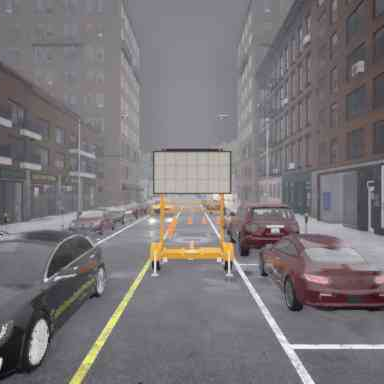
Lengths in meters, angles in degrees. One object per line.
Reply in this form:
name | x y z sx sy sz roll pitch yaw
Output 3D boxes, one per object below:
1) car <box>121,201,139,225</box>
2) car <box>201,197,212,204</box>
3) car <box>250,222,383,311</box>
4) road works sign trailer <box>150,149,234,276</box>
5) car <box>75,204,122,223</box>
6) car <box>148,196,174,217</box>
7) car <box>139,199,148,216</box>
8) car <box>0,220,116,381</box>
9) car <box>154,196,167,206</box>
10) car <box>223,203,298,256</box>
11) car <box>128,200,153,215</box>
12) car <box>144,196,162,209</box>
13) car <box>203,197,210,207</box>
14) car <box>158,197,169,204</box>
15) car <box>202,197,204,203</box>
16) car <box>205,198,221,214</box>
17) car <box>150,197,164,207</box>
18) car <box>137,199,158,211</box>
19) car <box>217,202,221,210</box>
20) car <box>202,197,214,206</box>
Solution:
car | -5.373 1.549 23.989 2.008 1.369 4.403 0 0 0
car | 2.676 1.580 62.616 1.947 1.339 4.313 0 0 0
car | 2.641 1.581 7.434 1.802 1.307 4.206 0 0 0
road works sign trailer | 0.006 0.464 10.321 2.380 3.560 2.880 0 0 0
car | -5.377 1.581 18.470 1.802 1.307 4.206 0 0 0
car | -2.731 1.475 31.120 1.882 1.535 5.008 0 0 0
car | -5.370 1.543 29.508 1.887 1.381 4.507 0 0 0
car | -2.846 1.504 5.701 1.837 1.490 4.892 0 0 0
car | -5.353 1.450 57.101 1.967 1.590 4.097 0 0 0
car | 2.645 1.314 12.952 2.192 1.841 5.009 0 0 0
car | -5.366 1.564 35.026 1.947 1.339 4.313 0 0 0
car | -5.360 1.442 46.063 1.967 1.590 4.097 0 0 0
car | 2.662 1.581 40.543 1.802 1.307 4.206 0 0 0
car | -5.349 1.596 62.620 1.802 1.307 4.206 0 0 0
car | 2.665 1.528 46.232 1.752 1.417 4.829 0 0 0
car | 2.659 1.580 35.025 1.802 1.307 4.206 0 0 0
car | -5.356 1.531 51.412 1.752 1.417 4.829 0 0 0
car | -5.363 1.550 40.545 2.008 1.369 4.403 0 0 0
car | 2.644 1.524 18.638 1.752 1.417 4.829 0 0 0
car | 2.672 1.592 57.098 1.802 1.307 4.206 0 0 0
